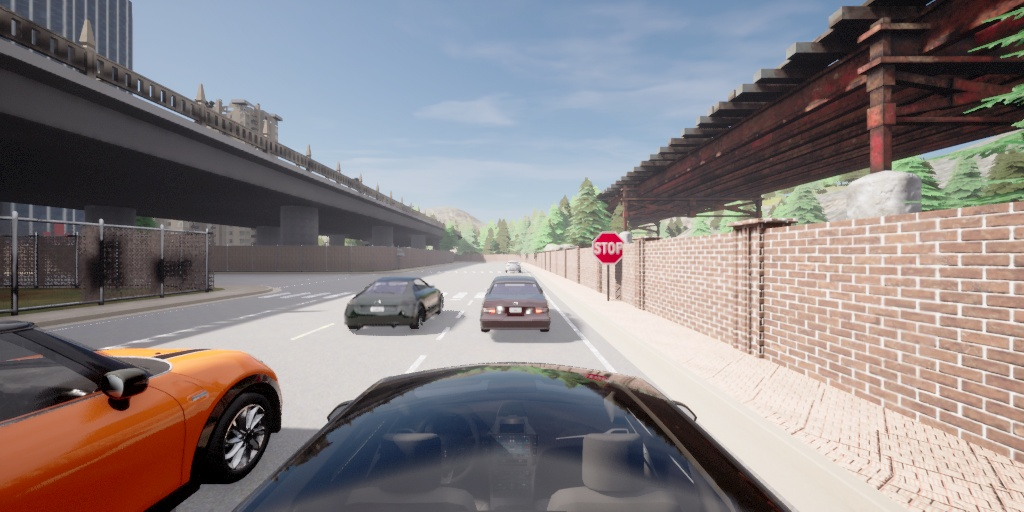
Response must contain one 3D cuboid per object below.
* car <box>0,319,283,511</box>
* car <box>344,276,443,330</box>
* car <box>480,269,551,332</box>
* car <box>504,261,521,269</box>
[{"bbox_3d":[-3.401,1.102,1.817,2.097,1.767,4.553,0,0,0],"label":"car"},{"bbox_3d":[-3.419,1.314,11.093,1.994,1.385,4.181,0,0,0],"label":"car"},{"bbox_3d":[0.081,1.297,10.801,2.033,1.411,5.357,0,0,0],"label":"car"},{"bbox_3d":[0.122,1.276,44.380,1.812,1.442,4.674,0,0,-1],"label":"car"}]
